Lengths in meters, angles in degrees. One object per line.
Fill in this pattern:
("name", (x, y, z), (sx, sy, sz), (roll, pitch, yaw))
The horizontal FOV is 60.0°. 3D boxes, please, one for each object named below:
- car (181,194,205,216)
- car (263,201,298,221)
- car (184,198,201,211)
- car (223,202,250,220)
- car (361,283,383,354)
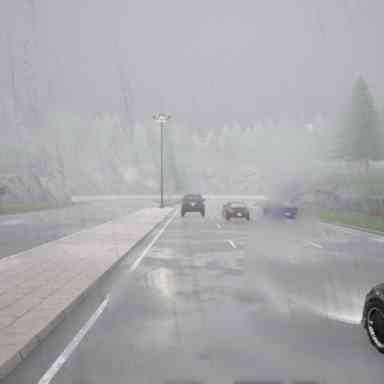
("car", (0.096, 1.223, 32.425), (2.150, 2.045, 5.566), (0, 0, 0))
("car", (7.100, 1.477, 27.075), (1.882, 1.535, 5.008), (0, 0, 0))
("car", (0.095, 1.548, 43.187), (2.033, 1.411, 5.357), (0, 0, 0))
("car", (3.600, 1.525, 27.545), (1.812, 1.442, 4.674), (0, 0, 0))
("car", (3.597, 1.563, 3.429), (1.994, 1.385, 4.181), (0, 0, 0))
